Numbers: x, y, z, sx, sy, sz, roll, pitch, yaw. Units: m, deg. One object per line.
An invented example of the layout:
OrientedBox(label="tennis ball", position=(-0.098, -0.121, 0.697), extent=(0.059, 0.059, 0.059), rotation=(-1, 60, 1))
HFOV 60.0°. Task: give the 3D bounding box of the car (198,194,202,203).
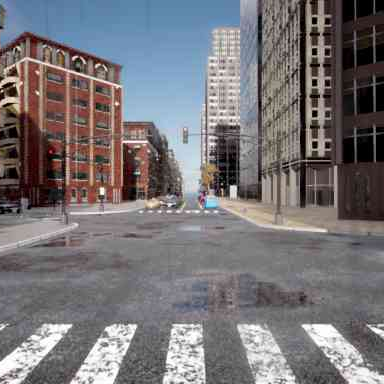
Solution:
OrientedBox(label="car", position=(2.568, 1.644, 67.985), extent=(1.887, 1.381, 4.507), rotation=(0, 0, 0))

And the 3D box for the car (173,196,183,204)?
OrientedBox(label="car", position=(-2.775, 1.621, 66.420), extent=(1.812, 1.442, 4.674), rotation=(0, 0, 1))

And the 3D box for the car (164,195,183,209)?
OrientedBox(label="car", position=(-2.813, 1.537, 45.966), extent=(2.128, 1.511, 4.902), rotation=(0, 0, 2))

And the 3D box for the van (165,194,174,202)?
OrientedBox(label="van", position=(-5.312, 1.474, 79.090), extent=(1.690, 1.788, 3.998), rotation=(0, 0, 0))

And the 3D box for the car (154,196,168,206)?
OrientedBox(label="car", position=(-5.312, 1.510, 56.882), extent=(1.967, 1.590, 4.097), rotation=(0, 0, 0))

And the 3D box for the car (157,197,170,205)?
OrientedBox(label="car", position=(-5.313, 1.650, 62.434), extent=(1.947, 1.339, 4.313), rotation=(0, 0, 0))

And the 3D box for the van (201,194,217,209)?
OrientedBox(label="van", position=(2.569, 1.386, 45.776), extent=(1.690, 1.788, 3.998), rotation=(0, 0, 0))

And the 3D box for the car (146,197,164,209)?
OrientedBox(label="car", position=(-5.312, 1.570, 45.606), extent=(1.752, 1.417, 4.829), rotation=(0, 0, 0))

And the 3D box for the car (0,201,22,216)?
OrientedBox(label="car", position=(-19.772, 1.666, 35.259), extent=(4.902, 1.511, 2.128), rotation=(-1, -1, 41))
